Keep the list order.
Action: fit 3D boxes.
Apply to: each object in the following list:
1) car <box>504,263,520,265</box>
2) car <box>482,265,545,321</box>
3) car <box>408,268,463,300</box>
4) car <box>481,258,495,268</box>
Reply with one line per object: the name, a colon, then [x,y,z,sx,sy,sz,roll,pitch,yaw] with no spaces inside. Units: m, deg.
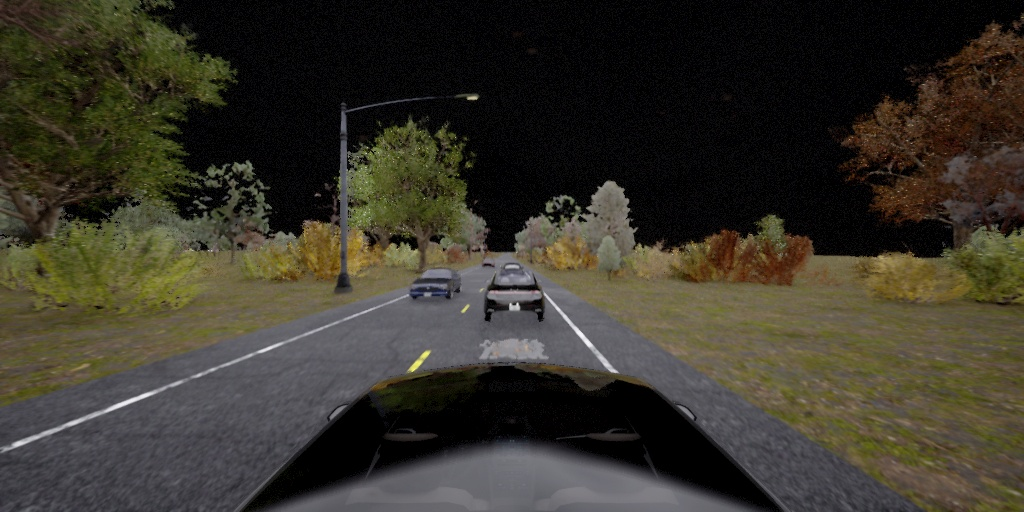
car: [0.023,1.273,29.171,1.812,1.442,4.674,0,0,0]
car: [0.076,1.243,12.467,2.128,1.511,4.902,0,0,0]
car: [-3.627,1.299,18.069,2.033,1.411,5.357,0,0,0]
car: [-3.878,1.062,59.107,2.097,1.767,4.553,0,0,0]
